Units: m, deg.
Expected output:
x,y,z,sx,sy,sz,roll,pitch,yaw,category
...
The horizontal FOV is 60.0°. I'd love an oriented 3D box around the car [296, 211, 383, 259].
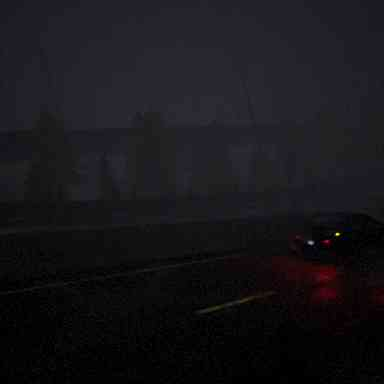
x,y,z,sx,sy,sz,roll,pitch,yaw,category
5.731,1.431,12.142,4.674,1.442,1.812,0,0,-36,car
